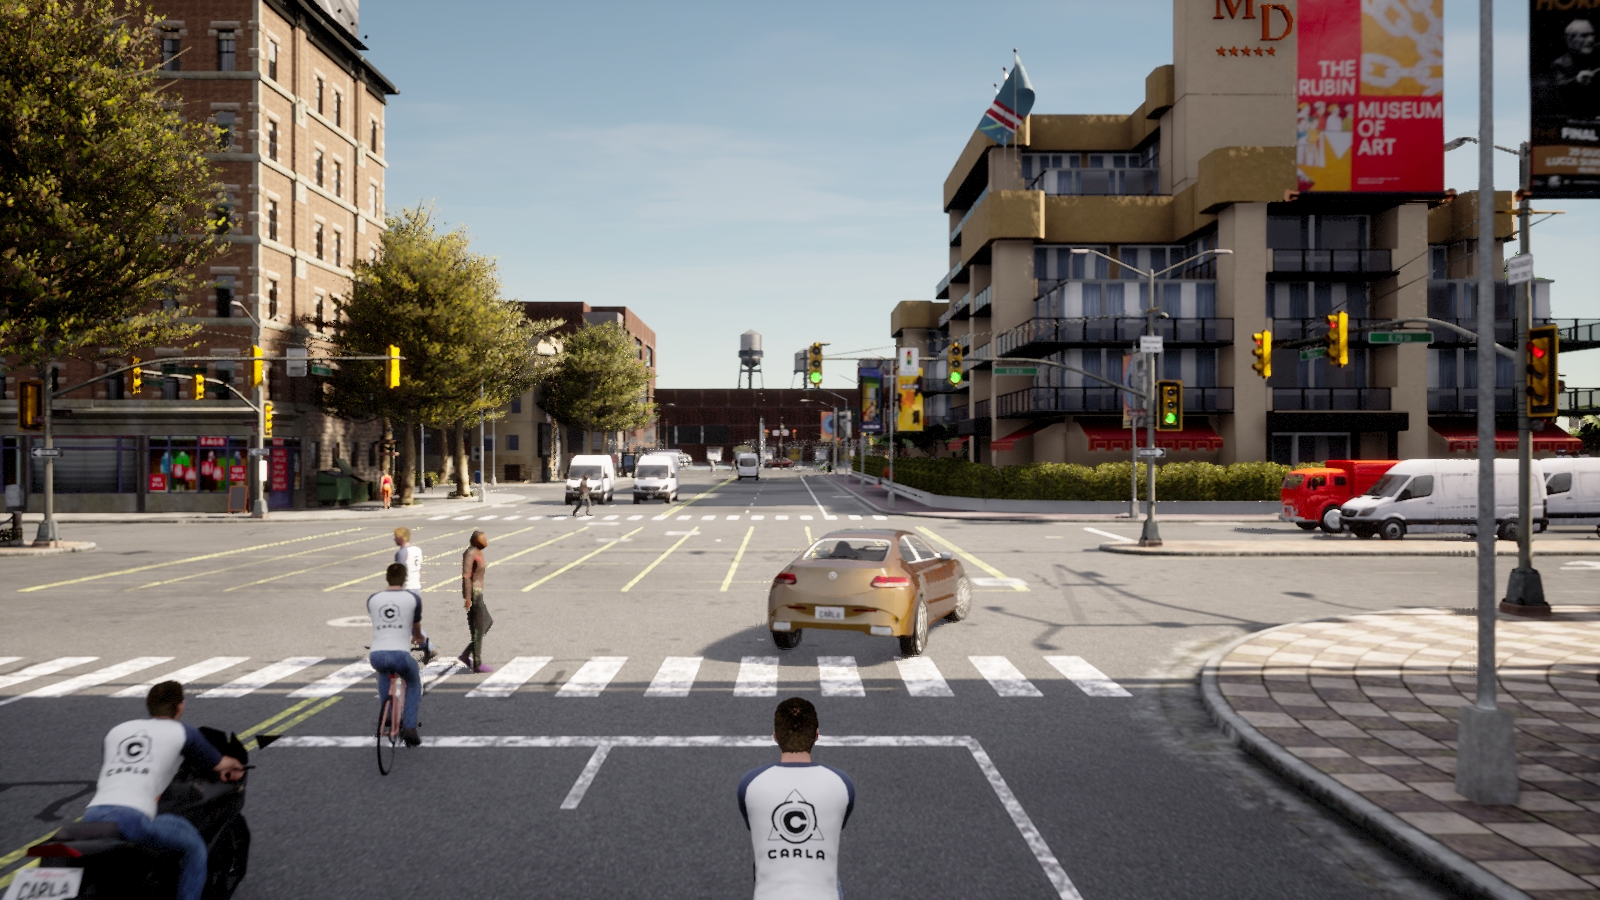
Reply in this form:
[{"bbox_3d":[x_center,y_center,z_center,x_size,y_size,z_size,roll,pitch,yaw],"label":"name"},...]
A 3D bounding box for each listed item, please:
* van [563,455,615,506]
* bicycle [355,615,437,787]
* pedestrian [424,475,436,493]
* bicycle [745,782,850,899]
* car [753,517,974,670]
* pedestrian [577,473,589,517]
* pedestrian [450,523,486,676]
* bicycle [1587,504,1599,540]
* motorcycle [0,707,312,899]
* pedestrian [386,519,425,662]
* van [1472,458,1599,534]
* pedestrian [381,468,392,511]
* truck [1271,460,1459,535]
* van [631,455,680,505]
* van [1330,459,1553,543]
[{"bbox_3d":[-11.245,1.580,61.295,1.988,2.561,5.915,0,0,-3],"label":"van"},{"bbox_3d":[-3.641,2.215,10.374,0.373,1.196,1.643,0,0,-8],"label":"bicycle"},{"bbox_3d":[-23.089,2.129,71.246,0.500,1.100,0.500,0,0,39],"label":"pedestrian"},{"bbox_3d":[-0.017,2.211,4.736,0.373,1.196,1.643,0,0,-1],"label":"bicycle"},{"bbox_3d":[1.163,2.005,17.427,2.152,1.651,5.027,0,0,18],"label":"car"},{"bbox_3d":[-9.149,1.885,48.160,0.375,1.860,0.375,0,0,13],"label":"pedestrian"},{"bbox_3d":[-4.162,1.861,14.340,0.375,1.860,0.375,0,0,-7],"label":"pedestrian"},{"bbox_3d":[25.933,2.283,36.141,1.487,1.080,0.859,0,0,-1],"label":"bicycle"},{"bbox_3d":[-3.518,2.219,6.300,0.803,1.145,2.033,0,0,-1],"label":"motorcycle"},{"bbox_3d":[-5.250,1.860,15.222,0.375,1.860,0.375,0,0,3],"label":"pedestrian"},{"bbox_3d":[26.814,1.564,39.599,5.915,2.561,1.988,0,0,0],"label":"van"},{"bbox_3d":[-18.218,1.734,50.331,0.375,1.860,0.375,0,0,-28],"label":"pedestrian"},{"bbox_3d":[19.454,1.598,39.575,5.204,2.467,2.627,0,0,-1],"label":"truck"},{"bbox_3d":[-7.782,1.581,62.130,1.988,2.561,5.915,0,0,-1],"label":"van"},{"bbox_3d":[20.165,1.561,36.074,5.915,2.561,1.988,0,0,-1],"label":"van"}]
